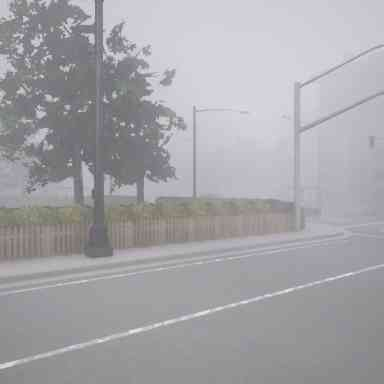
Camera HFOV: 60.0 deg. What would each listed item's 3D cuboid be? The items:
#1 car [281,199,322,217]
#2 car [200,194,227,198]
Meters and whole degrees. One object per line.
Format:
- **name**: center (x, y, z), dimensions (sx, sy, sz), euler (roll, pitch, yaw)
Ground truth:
- **car**: center (9.618, 1.478, 31.006), dimensions (1.882, 1.535, 5.008), euler (0, 0, -35)
- **car**: center (3.017, 1.223, 40.536), dimensions (2.150, 2.045, 5.566), euler (0, 0, -35)
